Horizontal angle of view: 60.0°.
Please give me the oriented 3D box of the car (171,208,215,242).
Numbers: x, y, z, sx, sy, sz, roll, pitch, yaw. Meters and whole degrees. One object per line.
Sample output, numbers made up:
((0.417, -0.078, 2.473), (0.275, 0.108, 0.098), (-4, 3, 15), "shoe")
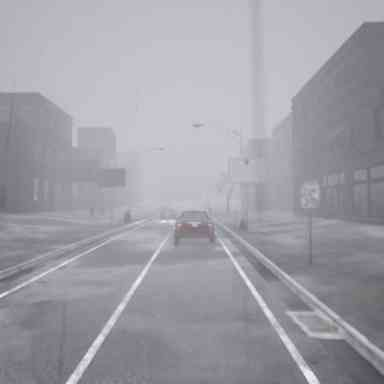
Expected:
((0.139, 1.776, 19.045), (2.097, 1.767, 4.553), (0, -2, 0), "car")

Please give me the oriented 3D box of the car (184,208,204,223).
((0.170, 2.585, 37.132), (2.033, 1.411, 5.357), (0, -2, 0), "car")

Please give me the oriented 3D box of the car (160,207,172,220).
((-2.998, 2.726, 42.442), (2.128, 1.511, 4.902), (0, -2, 0), "car")
